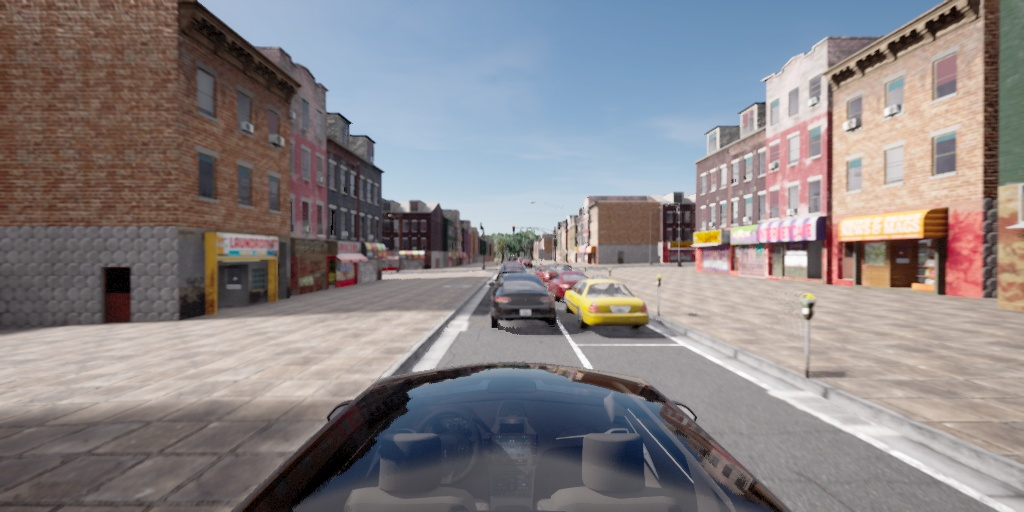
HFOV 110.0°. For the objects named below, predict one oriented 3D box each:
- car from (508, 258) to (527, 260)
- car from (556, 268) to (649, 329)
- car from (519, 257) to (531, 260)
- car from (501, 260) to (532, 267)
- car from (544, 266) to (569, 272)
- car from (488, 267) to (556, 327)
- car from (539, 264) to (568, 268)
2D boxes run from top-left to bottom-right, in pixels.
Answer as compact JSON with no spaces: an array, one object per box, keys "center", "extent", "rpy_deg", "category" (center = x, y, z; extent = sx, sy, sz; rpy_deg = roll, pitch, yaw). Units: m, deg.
[{"center":[0.066,1.201,32.223],"extent":[1.882,1.535,5.008],"rpy_deg":[0,0,0],"category":"car"},{"center":[2.637,1.261,11.031],"extent":[1.751,1.417,4.829],"rpy_deg":[0,0,0],"category":"car"},{"center":[2.639,1.220,64.601],"extent":[1.967,1.591,4.097],"rpy_deg":[0,0,0],"category":"car"},{"center":[0.086,1.216,21.815],"extent":[2.128,1.511,4.902],"rpy_deg":[0,0,0],"category":"car"},{"center":[2.637,1.311,16.328],"extent":[1.802,1.307,4.207],"rpy_deg":[0,0,0],"category":"car"},{"center":[0.239,1.260,11.385],"extent":[1.812,1.442,4.674],"rpy_deg":[0,0,-3],"category":"car"},{"center":[2.638,1.164,21.794],"extent":[1.967,1.591,4.097],"rpy_deg":[0,0,0],"category":"car"}]
